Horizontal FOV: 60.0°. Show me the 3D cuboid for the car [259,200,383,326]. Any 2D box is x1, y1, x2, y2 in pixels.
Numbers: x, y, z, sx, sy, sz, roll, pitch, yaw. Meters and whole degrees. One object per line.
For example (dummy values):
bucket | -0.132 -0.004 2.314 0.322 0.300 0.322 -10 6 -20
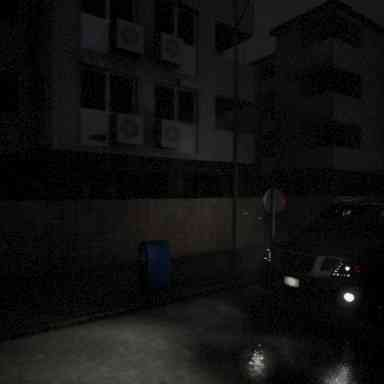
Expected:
car | 4.005 1.227 7.455 5.566 2.045 2.150 0 0 -35
